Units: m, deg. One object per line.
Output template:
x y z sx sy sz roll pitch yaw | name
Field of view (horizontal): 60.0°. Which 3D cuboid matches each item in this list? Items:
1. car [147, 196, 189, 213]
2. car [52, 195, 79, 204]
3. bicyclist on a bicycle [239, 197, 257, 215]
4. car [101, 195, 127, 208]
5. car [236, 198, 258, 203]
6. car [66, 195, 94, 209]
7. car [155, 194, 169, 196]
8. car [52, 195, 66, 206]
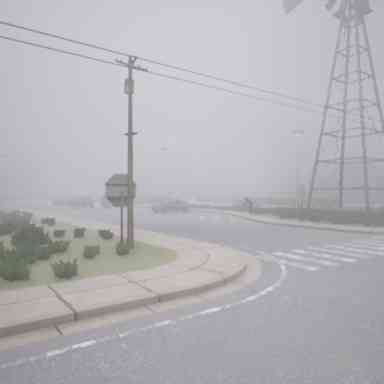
-2.365 1.492 35.950 4.193 1.474 1.816 0 0 -36 | car
-25.137 1.468 65.986 4.611 1.667 2.242 0 0 -36 | car
5.085 1.285 30.359 1.656 1.620 0.582 0 0 -2 | bicyclist on a bicycle
-10.806 1.300 46.479 3.866 1.878 1.905 0 0 -36 | car
7.296 1.498 44.529 3.905 1.438 1.784 0 0 -36 | car
-15.094 1.342 45.497 2.097 1.767 4.553 0 0 -36 | car
-6.158 1.288 62.538 4.605 1.855 1.932 0 0 -36 | car
-21.107 1.482 53.500 2.128 1.511 4.902 0 0 -37 | car
